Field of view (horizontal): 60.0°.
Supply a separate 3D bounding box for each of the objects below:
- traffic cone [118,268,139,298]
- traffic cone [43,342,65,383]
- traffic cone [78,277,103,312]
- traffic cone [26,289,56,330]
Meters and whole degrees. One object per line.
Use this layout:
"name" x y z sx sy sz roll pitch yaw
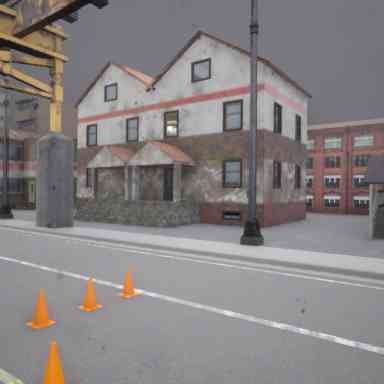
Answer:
"traffic cone" -1.386 1.949 7.260 0.340 0.580 0.340 0 0 36
"traffic cone" -1.520 1.952 3.657 0.340 0.580 0.340 0 0 36
"traffic cone" -1.972 1.949 6.449 0.340 0.580 0.340 0 0 36
"traffic cone" -2.557 1.949 5.638 0.340 0.580 0.340 0 0 36
